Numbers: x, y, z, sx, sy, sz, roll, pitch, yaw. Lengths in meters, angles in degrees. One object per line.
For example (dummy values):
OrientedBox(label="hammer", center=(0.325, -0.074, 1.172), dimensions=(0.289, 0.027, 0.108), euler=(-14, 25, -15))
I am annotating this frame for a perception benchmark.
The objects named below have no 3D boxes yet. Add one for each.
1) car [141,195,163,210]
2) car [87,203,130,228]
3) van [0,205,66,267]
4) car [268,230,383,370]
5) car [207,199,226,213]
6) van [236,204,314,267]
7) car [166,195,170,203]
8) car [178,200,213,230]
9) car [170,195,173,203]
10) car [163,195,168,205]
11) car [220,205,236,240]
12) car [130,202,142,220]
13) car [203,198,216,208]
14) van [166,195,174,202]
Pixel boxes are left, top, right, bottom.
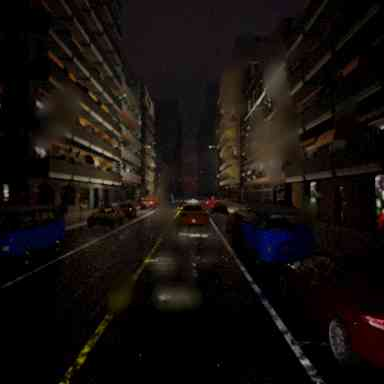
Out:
OrientedBox(label="car", center=(-5.688, 1.393, 45.334), dimensions=(2.192, 1.841, 5.009), euler=(0, 0, 0))
OrientedBox(label="car", center=(-5.687, 1.555, 22.402), dimensions=(1.752, 1.417, 4.829), euler=(0, 0, 0))
OrientedBox(label="van", center=(-5.685, 1.353, 11.192), dimensions=(1.690, 1.788, 3.998), euler=(0, 0, 0))
OrientedBox(label="car", center=(2.694, 1.587, 5.502), dimensions=(1.802, 1.307, 4.206), euler=(0, 0, 0))
OrientedBox(label="car", center=(2.692, 1.635, 33.951), dimensions=(1.802, 1.307, 4.206), euler=(0, 0, 0))
OrientedBox(label="van", center=(2.695, 1.352, 11.190), dimensions=(1.690, 1.788, 3.998), euler=(0, 0, 0))
OrientedBox(label="car", center=(-5.690, 1.709, 62.403), dimensions=(1.802, 1.307, 4.206), euler=(0, 0, 0))
OrientedBox(label="car", center=(0.100, 1.505, 21.601), dimensions=(1.882, 1.535, 5.008), euler=(0, 0, 0))
OrientedBox(label="car", center=(-5.691, 1.485, 73.784), dimensions=(2.192, 1.841, 5.009), euler=(0, 0, 0))
OrientedBox(label="car", center=(-5.690, 1.674, 56.715), dimensions=(1.947, 1.339, 4.313), euler=(0, 0, 0))
OrientedBox(label="car", center=(2.693, 1.564, 16.881), dimensions=(1.887, 1.381, 4.507), euler=(0, 0, 0))
OrientedBox(label="car", center=(-5.688, 1.622, 28.264), dimensions=(1.802, 1.307, 4.206), euler=(0, 0, 0))
OrientedBox(label="car", center=(2.691, 1.674, 51.022), dimensions=(1.802, 1.307, 4.206), euler=(0, 0, 0))
OrientedBox(label="van", center=(-5.691, 1.556, 85.166), dimensions=(1.690, 1.788, 3.998), euler=(0, 0, 0))
